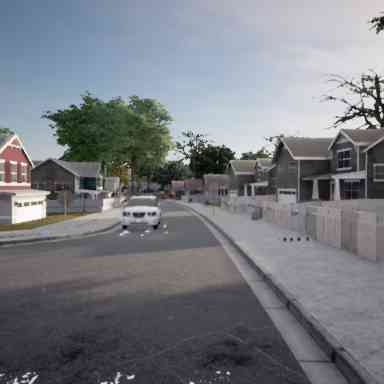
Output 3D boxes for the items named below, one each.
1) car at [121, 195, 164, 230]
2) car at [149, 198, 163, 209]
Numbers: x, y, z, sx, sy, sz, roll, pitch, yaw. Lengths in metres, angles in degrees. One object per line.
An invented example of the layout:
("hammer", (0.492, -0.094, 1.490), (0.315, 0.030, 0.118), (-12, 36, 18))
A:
("car", (-3.173, 1.264, 21.757), (2.150, 2.045, 5.566), (0, 0, -3))
("car", (-5.201, 1.600, 47.814), (1.837, 1.490, 4.892), (0, 0, -6))
